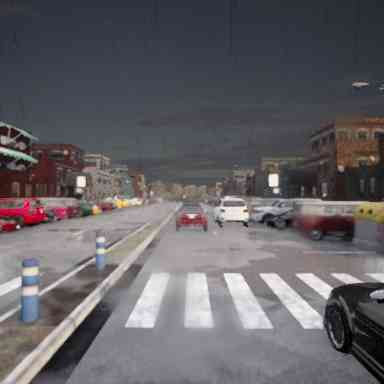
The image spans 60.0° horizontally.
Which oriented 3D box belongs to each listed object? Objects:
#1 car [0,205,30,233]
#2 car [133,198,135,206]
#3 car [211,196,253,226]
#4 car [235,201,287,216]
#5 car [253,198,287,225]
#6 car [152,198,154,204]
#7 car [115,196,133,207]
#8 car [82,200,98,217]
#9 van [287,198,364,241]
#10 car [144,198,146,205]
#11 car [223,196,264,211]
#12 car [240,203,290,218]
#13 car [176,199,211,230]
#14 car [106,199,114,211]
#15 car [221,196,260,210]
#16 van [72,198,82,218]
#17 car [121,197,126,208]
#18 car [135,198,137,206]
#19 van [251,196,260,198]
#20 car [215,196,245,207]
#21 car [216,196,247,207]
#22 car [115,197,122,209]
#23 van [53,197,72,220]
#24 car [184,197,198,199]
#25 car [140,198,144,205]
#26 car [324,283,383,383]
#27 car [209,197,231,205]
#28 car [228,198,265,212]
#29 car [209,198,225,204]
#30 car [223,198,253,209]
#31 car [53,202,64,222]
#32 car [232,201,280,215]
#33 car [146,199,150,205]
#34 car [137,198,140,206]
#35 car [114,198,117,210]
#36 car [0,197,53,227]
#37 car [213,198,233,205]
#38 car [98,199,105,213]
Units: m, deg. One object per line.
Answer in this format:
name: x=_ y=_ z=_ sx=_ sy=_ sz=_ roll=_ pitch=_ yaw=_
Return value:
car: x=-12.995 y=1.725 z=20.305 sx=4.792 sy=1.488 sz=2.163 roll=0 pitch=-1 yaw=0
car: x=-13.154 y=1.979 z=59.203 sx=4.674 sy=1.452 sz=2.002 roll=0 pitch=0 yaw=0
car: x=2.958 y=1.516 z=25.930 sx=2.150 sy=2.045 sz=5.566 roll=0 pitch=0 yaw=0
car: x=7.620 y=1.859 z=36.923 sx=5.366 sy=1.575 sz=1.946 roll=0 pitch=0 yaw=0
car: x=7.514 y=1.679 z=28.650 sx=4.553 sy=1.767 sz=2.185 roll=0 pitch=0 yaw=0
car: x=-13.230 y=2.524 z=86.852 sx=4.792 sy=1.488 sz=2.163 roll=0 pitch=-1 yaw=0
car: x=-13.326 y=1.913 z=56.432 sx=5.366 sy=1.575 sz=1.946 roll=0 pitch=0 yaw=0
car: x=-13.024 y=1.554 z=34.196 sx=5.566 sy=2.045 sz=2.435 roll=0 pitch=0 yaw=0
van: x=7.663 y=1.480 z=17.617 sx=4.442 sy=1.987 sz=1.878 roll=0 pitch=-1 yaw=0
car: x=-13.173 y=2.037 z=72.967 sx=4.553 sy=1.767 sz=2.185 roll=0 pitch=-1 yaw=0
car: x=7.343 y=1.666 z=47.956 sx=5.566 sy=2.045 sz=2.435 roll=0 pitch=0 yaw=0
car: x=7.448 y=1.884 z=34.165 sx=4.674 sy=1.452 sz=2.002 roll=0 pitch=0 yaw=0
car: x=-0.027 y=1.616 z=23.192 sx=2.097 sy=1.767 sz=4.553 roll=0 pitch=-1 yaw=0
car: x=-13.081 y=1.850 z=42.413 sx=5.008 sy=1.535 sz=2.097 roll=0 pitch=0 yaw=0
car: x=7.384 y=1.679 z=50.713 sx=5.566 sy=2.045 sz=2.435 roll=0 pitch=0 yaw=0
van: x=-13.162 y=1.560 z=31.297 sx=4.442 sy=1.987 sz=1.878 roll=0 pitch=0 yaw=0
car: x=-13.124 y=1.886 z=50.876 sx=5.008 sy=1.535 sz=2.097 roll=0 pitch=0 yaw=0
car: x=-13.159 y=2.009 z=61.860 sx=4.674 sy=1.452 sz=2.002 roll=0 pitch=-1 yaw=0
van: x=7.350 y=1.599 z=31.407 sx=4.442 sy=1.987 sz=1.878 roll=0 pitch=0 yaw=0
car: x=7.247 y=1.799 z=64.489 sx=5.566 sy=2.045 sz=2.435 roll=0 pitch=-1 yaw=0
car: x=7.263 y=1.765 z=61.736 sx=5.566 sy=2.045 sz=2.435 roll=0 pitch=-1 yaw=0
car: x=-13.114 y=1.875 z=47.972 sx=4.892 sy=1.521 sz=2.231 roll=0 pitch=0 yaw=0
van: x=-13.156 y=1.541 z=28.643 sx=4.442 sy=1.987 sz=1.878 roll=0 pitch=0 yaw=0
car: x=-0.126 y=1.611 z=40.810 sx=2.150 sy=2.045 sz=5.566 roll=0 pitch=0 yaw=0
car: x=-13.154 y=1.800 z=67.417 sx=5.566 sy=2.045 sz=2.435 roll=0 pitch=-1 yaw=0
car: x=3.084 y=1.616 z=3.611 sx=1.994 sy=1.385 sz=4.181 roll=0 pitch=-1 yaw=0
car: x=7.176 y=2.268 z=86.537 sx=5.566 sy=2.045 sz=2.435 roll=0 pitch=-1 yaw=0
car: x=7.356 y=1.779 z=45.198 sx=4.553 sy=1.767 sz=2.185 roll=0 pitch=0 yaw=0
car: x=7.068 y=2.596 z=94.803 sx=4.553 sy=1.767 sz=2.185 roll=0 pitch=-1 yaw=0
car: x=7.370 y=1.818 z=53.468 sx=4.553 sy=1.767 sz=2.185 roll=0 pitch=0 yaw=0
car: x=-13.025 y=1.746 z=25.859 sx=4.892 sy=1.521 sz=2.231 roll=0 pitch=0 yaw=0
car: x=7.604 y=1.874 z=39.682 sx=5.366 sy=1.575 sz=1.946 roll=0 pitch=0 yaw=0
car: x=-13.233 y=2.296 z=78.642 sx=4.892 sy=1.521 sz=2.231 roll=0 pitch=-1 yaw=0
car: x=-13.358 y=2.004 z=64.633 sx=5.366 sy=1.575 sz=1.946 roll=0 pitch=-1 yaw=0
car: x=-13.127 y=1.891 z=45.193 sx=4.792 sy=1.488 sz=2.163 roll=0 pitch=0 yaw=0
car: x=-13.055 y=1.469 z=22.961 sx=5.566 sy=2.045 sz=2.435 roll=0 pitch=0 yaw=0
car: x=7.227 y=2.200 z=78.265 sx=4.553 sy=1.767 sz=2.185 roll=0 pitch=-1 yaw=0
car: x=-12.880 y=1.820 z=36.979 sx=5.366 sy=1.575 sz=1.946 roll=0 pitch=0 yaw=0
